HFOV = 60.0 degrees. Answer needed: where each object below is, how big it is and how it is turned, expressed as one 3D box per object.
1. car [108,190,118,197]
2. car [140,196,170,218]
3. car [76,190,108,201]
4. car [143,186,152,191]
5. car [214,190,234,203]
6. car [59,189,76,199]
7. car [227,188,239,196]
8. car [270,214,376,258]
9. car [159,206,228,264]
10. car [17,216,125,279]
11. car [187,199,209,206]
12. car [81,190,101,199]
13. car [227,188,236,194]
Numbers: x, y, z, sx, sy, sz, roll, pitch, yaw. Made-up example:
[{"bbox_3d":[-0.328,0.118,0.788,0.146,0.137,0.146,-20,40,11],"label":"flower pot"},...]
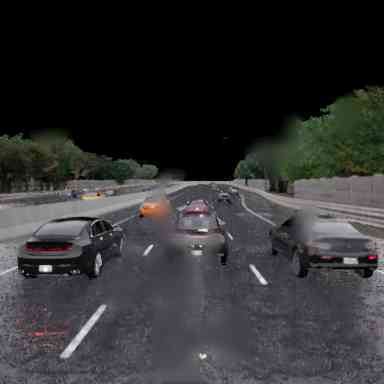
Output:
[{"bbox_3d":[-15.753,0.383,64.404,1.812,1.442,4.674,0,2,3],"label":"car"},{"bbox_3d":[-3.030,1.140,28.103,2.097,1.767,4.553,0,1,1],"label":"car"},{"bbox_3d":[-13.222,0.905,44.154,1.882,1.535,5.008,0,1,2],"label":"car"},{"bbox_3d":[-11.268,-0.790,84.894,1.882,1.535,5.008,0,2,3],"label":"car"},{"bbox_3d":[4.518,0.813,47.878,1.837,1.490,4.892,0,2,2],"label":"car"},{"bbox_3d":[-22.331,0.362,60.217,2.097,1.767,4.553,0,2,0],"label":"car"},{"bbox_3d":[8.934,0.116,70.445,1.812,1.442,4.674,0,2,4],"label":"car"},{"bbox_3d":[3.542,1.363,9.694,1.812,1.442,4.674,0,0,0],"label":"car"},{"bbox_3d":[0.177,1.472,11.713,2.128,1.511,4.902,0,0,1],"label":"car"},{"bbox_3d":[-3.338,1.493,10.046,1.837,1.490,4.892,0,0,1],"label":"car"},{"bbox_3d":[0.502,1.327,29.360,1.994,1.385,4.181,0,1,1],"label":"car"},{"bbox_3d":[-19.287,0.405,63.646,2.128,1.511,4.902,0,2,3],"label":"car"},{"bbox_3d":[9.541,-0.199,80.381,1.994,1.385,4.181,0,2,3],"label":"car"}]
